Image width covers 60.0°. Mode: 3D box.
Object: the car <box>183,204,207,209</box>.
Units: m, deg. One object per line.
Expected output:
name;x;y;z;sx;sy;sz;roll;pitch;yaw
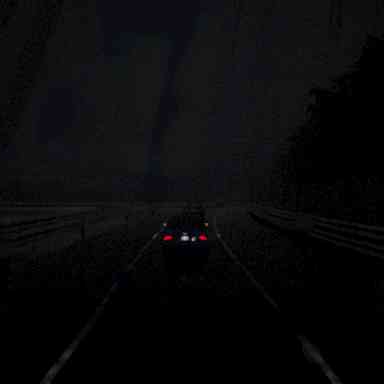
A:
car;0.234;1.757;29.283;2.128;1.511;4.902;0;0;5

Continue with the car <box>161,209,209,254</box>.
car;-0.267;1.681;14.135;2.033;1.411;5.357;0;0;-1
